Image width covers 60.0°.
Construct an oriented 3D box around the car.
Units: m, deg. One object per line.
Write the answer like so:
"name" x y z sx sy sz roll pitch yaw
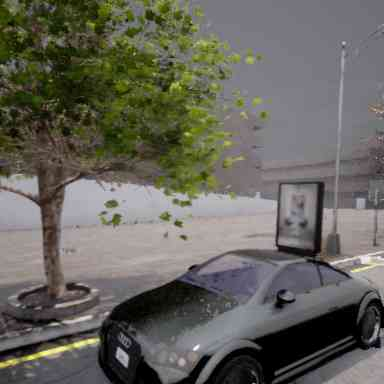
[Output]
"car" 0.880 1.566 4.692 4.181 1.385 1.994 0 0 -36
